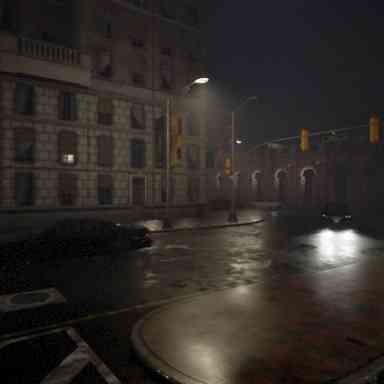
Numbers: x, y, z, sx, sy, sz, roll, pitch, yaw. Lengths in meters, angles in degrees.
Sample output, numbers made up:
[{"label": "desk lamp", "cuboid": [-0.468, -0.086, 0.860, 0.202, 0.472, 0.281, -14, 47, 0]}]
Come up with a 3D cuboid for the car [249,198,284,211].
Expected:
[{"label": "car", "cuboid": [9.018, 1.523, 40.712, 1.812, 1.442, 4.674, 0, 0, -36]}]

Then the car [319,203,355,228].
[{"label": "car", "cuboid": [9.752, 1.489, 22.402, 2.128, 1.511, 4.902, 1, 0, 24]}]

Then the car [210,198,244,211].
[{"label": "car", "cuboid": [4.287, 1.475, 41.287, 1.882, 1.535, 5.008, 0, 0, -36]}]

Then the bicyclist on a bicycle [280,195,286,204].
[{"label": "bicyclist on a bicycle", "cuboid": [15.490, 1.296, 56.467, 1.656, 1.620, 0.582, 0, 0, -36]}]

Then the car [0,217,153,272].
[{"label": "car", "cuboid": [-3.971, 1.547, 10.968, 5.357, 1.411, 2.033, 0, 0, -35]}]
